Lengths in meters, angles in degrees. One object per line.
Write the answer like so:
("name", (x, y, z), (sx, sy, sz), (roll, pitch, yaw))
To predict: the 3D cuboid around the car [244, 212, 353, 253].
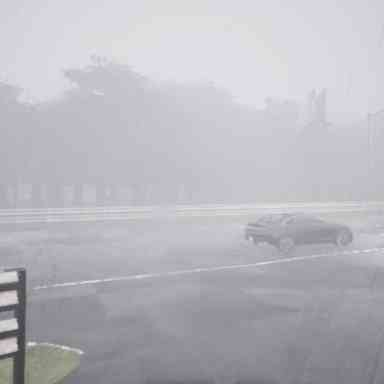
("car", (4.556, 1.619, 14.097), (4.902, 1.511, 2.128), (0, -1, -23))
